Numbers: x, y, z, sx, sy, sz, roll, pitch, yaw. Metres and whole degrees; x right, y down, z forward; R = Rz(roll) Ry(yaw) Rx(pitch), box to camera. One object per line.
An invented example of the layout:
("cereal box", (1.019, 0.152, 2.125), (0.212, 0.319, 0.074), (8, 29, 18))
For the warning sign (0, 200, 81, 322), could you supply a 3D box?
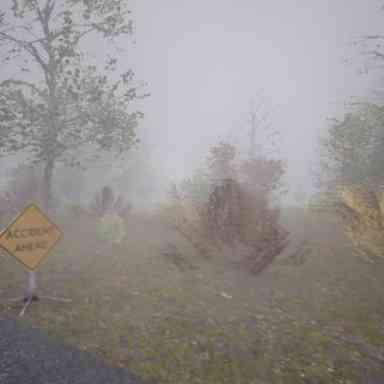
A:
("warning sign", (-2.909, 1.098, 6.038), (1.060, 1.860, 1.300), (0, 0, 36))
